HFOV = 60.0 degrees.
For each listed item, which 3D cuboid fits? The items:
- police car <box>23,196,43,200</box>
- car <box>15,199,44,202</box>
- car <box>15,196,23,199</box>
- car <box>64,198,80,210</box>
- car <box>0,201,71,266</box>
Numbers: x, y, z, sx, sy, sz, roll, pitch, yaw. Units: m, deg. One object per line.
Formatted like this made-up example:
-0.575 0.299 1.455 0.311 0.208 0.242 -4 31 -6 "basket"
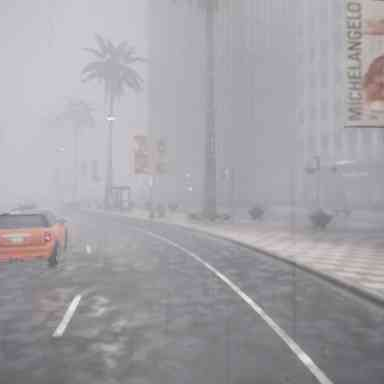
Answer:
-32.442 1.553 67.792 1.930 1.638 5.238 -10 7 -31 "police car"
-14.303 1.607 28.693 1.837 1.490 4.892 -1 0 -30 "car"
-41.554 1.654 81.522 1.837 1.490 4.892 -1 0 -30 "car"
-16.483 1.586 45.024 2.231 1.521 4.892 -1 0 -31 "car"
-5.574 1.391 11.518 2.097 1.767 4.553 -1 0 -16 "car"
